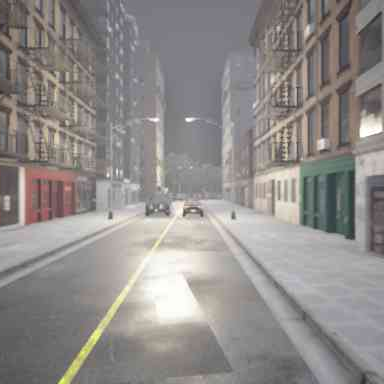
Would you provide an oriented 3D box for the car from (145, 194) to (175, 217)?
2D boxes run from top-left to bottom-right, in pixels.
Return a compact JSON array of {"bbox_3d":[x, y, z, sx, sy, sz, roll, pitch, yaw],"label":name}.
[{"bbox_3d":[-3.087,1.200,31.556,2.150,2.045,5.566,0,0,0],"label":"car"}]

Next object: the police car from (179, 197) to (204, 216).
[{"bbox_3d":[0.106,1.489,32.146,2.038,1.542,4.974,0,0,0],"label":"police car"}]

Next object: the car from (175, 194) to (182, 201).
[{"bbox_3d":[-2.981,1.283,72.554,1.882,1.535,5.008,0,0,0],"label":"car"}]
